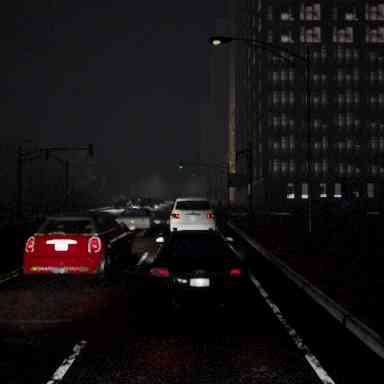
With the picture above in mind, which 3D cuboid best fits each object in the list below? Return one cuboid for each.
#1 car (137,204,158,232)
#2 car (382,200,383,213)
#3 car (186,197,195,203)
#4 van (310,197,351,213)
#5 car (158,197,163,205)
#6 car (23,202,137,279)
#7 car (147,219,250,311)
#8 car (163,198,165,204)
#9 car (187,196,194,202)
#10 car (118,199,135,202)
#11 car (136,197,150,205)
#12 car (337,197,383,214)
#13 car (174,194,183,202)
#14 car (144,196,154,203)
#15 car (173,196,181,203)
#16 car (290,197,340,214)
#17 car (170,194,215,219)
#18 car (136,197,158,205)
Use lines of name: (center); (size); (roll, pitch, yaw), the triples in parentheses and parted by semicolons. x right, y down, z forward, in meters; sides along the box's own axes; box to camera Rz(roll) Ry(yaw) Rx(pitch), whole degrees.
car: (-3.307, 1.635, 20.202); (1.895, 1.301, 4.718); (0, 0, -3)
car: (23.596, 1.530, 35.661); (5.357, 1.411, 2.033); (0, -2, -1)
car: (-0.293, 1.893, 78.929); (2.033, 1.411, 5.357); (0, -1, 0)
van: (15.797, 1.443, 38.147); (3.998, 1.788, 1.690); (0, -1, -1)
car: (-6.785, 1.818, 59.730); (1.895, 1.301, 4.718); (0, 0, 0)
car: (-3.186, 1.362, 10.215); (2.097, 1.767, 4.553); (0, 0, 0)
car: (0.085, 1.572, 7.898); (1.994, 1.385, 4.181); (0, 0, -1)
car: (-6.760, 1.815, 70.200); (2.128, 1.511, 4.902); (0, 0, 0)
car: (-0.331, 1.803, 89.352); (1.882, 1.535, 5.008); (0, -1, 0)
car: (-10.022, 1.755, 48.658); (1.895, 1.301, 4.718); (0, 0, 0)
car: (-10.011, 1.764, 67.856); (2.128, 1.511, 4.902); (0, 0, 0)
car: (16.208, 1.377, 30.126); (4.829, 1.417, 1.752); (0, -1, -1)
car: (-3.582, 1.551, 89.372); (2.150, 2.045, 5.566); (0, -1, 0)
car: (-10.040, 1.822, 78.130); (1.882, 1.535, 5.008); (0, 0, 0)
car: (-3.543, 1.831, 78.918); (1.882, 1.535, 5.008); (0, -1, 0)
car: (13.325, 1.582, 35.499); (5.357, 1.411, 2.033); (0, -2, -1)
car: (0.035, 1.250, 17.662); (2.150, 2.045, 5.566); (0, 0, 0)
car: (-6.773, 1.669, 50.474); (1.837, 1.490, 4.892); (0, 0, 0)
